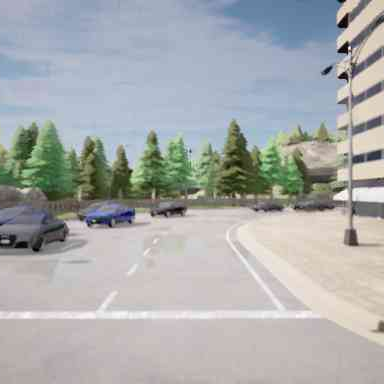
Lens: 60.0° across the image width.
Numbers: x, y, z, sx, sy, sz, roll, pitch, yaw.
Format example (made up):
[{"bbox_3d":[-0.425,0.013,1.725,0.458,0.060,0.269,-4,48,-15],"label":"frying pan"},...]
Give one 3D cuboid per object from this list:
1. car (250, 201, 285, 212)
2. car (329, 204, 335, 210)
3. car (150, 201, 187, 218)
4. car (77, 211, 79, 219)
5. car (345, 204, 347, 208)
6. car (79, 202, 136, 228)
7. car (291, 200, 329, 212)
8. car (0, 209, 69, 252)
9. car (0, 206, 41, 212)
[{"bbox_3d":[9.752,1.856,42.907,5.357,1.411,2.033,0,-1,-41],"label":"car"},{"bbox_3d":[18.283,1.917,48.639,5.357,1.411,2.033,0,0,-22],"label":"car"},{"bbox_3d":[-2.321,1.690,33.461,1.882,1.535,5.008,0,0,28],"label":"car"},{"bbox_3d":[-7.936,1.671,28.866,1.837,1.490,4.892,0,0,19],"label":"car"},{"bbox_3d":[24.258,1.974,47.121,4.718,1.301,1.895,0,0,-15],"label":"car"},{"bbox_3d":[-5.735,1.615,23.971,1.882,1.535,5.008,0,0,14],"label":"car"},{"bbox_3d":[15.056,1.922,42.889,4.718,1.301,1.895,0,0,-34],"label":"car"},{"bbox_3d":[-6.825,1.629,14.162,1.994,1.385,4.181,0,0,0],"label":"car"},{"bbox_3d":[-9.960,1.570,19.143,1.882,1.535,5.008,0,0,7],"label":"car"}]
